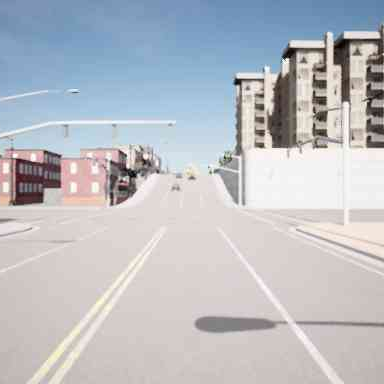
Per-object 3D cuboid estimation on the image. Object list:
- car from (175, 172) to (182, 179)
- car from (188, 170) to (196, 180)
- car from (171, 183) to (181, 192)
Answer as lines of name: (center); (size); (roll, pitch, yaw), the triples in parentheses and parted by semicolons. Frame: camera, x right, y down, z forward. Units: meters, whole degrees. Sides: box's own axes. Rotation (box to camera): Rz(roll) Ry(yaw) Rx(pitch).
car: (-3.517, -4.514, 89.292); (2.033, 1.411, 5.357); (0, 12, 0)
car: (-0.017, -4.077, 87.631); (1.895, 1.301, 4.718); (0, 12, 0)
car: (-3.514, -1.032, 73.046); (2.128, 1.511, 4.902); (0, 12, 0)
